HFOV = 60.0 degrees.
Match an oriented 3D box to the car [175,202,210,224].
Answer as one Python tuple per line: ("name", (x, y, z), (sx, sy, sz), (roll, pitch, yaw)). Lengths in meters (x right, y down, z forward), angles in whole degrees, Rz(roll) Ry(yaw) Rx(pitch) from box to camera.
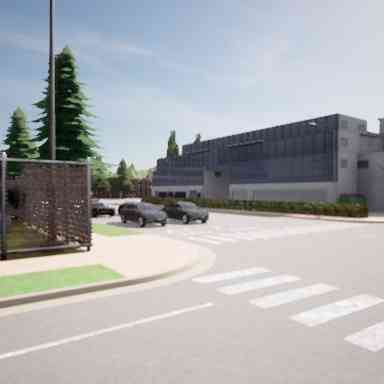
("car", (-0.617, 1.521, 25.317), (1.837, 1.490, 4.892), (0, 0, -35))

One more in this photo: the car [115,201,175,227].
("car", (-3.409, 1.521, 23.207), (1.837, 1.490, 4.892), (0, 0, -35))

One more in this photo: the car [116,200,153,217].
("car", (-5.721, 1.580, 32.622), (1.994, 1.385, 4.181), (0, 0, -35))

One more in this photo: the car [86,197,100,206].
("car", (-17.451, 1.616, 58.322), (1.895, 1.301, 4.718), (0, 0, -22))

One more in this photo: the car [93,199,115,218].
("car", (-8.720, 1.617, 30.793), (1.895, 1.301, 4.718), (0, 0, -35))
